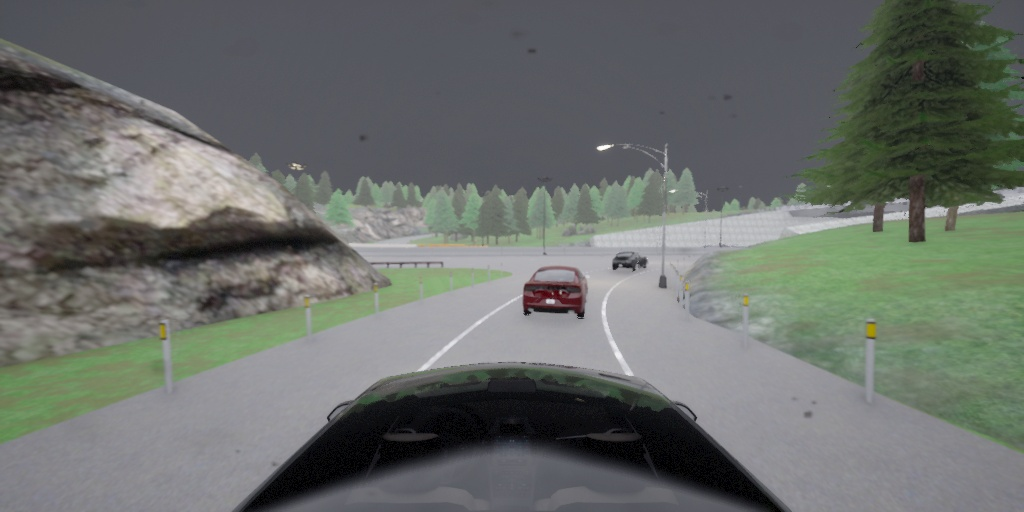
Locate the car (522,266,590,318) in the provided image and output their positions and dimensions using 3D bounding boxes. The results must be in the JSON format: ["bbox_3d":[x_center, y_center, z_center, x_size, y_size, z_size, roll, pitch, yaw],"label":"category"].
[{"bbox_3d":[1.663,1.074,12.583,1.882,1.535,5.008,1,2,13],"label":"car"}]

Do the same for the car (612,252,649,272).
[{"bbox_3d":[9.778,0.402,29.512,1.837,1.490,4.892,2,3,36],"label":"car"}]
